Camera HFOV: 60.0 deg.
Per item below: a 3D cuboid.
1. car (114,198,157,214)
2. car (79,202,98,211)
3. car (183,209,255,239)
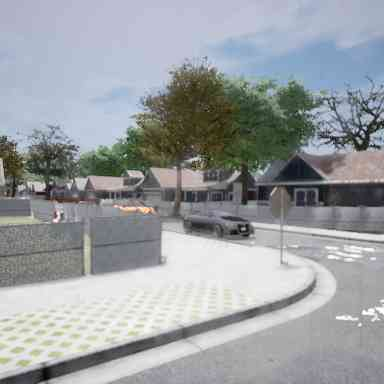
[{"bbox_3d":[-4.505,1.401,25.766,2.097,1.767,4.553,2,-1,-35],"label":"car"},{"bbox_3d":[-10.679,1.674,34.535,1.895,1.301,4.718,2,-1,-35],"label":"car"},{"bbox_3d":[1.305,1.592,17.492,1.994,1.385,4.181,2,-1,-35],"label":"car"}]
